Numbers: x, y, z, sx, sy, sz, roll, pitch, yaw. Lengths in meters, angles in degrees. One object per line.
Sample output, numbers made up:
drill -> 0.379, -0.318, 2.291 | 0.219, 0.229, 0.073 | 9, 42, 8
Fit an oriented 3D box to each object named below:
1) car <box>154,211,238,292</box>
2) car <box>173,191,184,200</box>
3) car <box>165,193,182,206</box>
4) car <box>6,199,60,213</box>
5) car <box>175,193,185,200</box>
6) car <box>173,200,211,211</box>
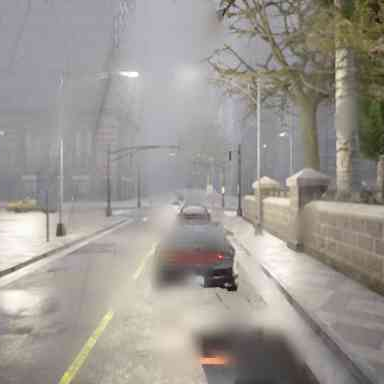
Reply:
car -> 0.101, 1.487, 8.882 | 1.837, 1.490, 4.892 | 0, 0, 0
car -> -2.973, 0.899, 68.715 | 2.150, 2.045, 5.566 | 0, 1, 0
car -> -3.069, 1.321, 51.394 | 2.128, 1.511, 4.902 | 0, 1, 0
car -> -14.920, 1.337, 31.538 | 4.829, 1.417, 1.752 | 1, 0, 0
car -> -2.967, 1.055, 82.280 | 2.128, 1.511, 4.902 | 0, 1, 0
car -> 0.108, 1.441, 19.200 | 1.882, 1.535, 5.008 | 0, 0, 0
